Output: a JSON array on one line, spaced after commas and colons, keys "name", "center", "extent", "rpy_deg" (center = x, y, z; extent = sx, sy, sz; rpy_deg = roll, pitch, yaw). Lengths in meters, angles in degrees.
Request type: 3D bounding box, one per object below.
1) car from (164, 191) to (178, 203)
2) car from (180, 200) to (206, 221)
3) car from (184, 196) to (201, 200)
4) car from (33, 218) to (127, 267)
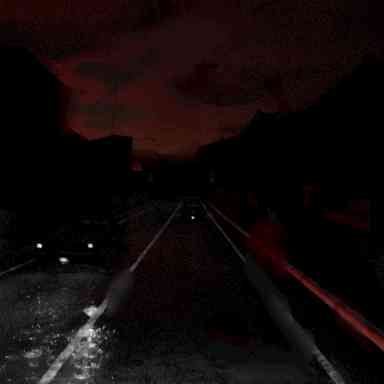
[{"name": "car", "center": [-3.576, 0.795, 57.378], "extent": [2.150, 2.045, 5.566], "rpy_deg": [0, 1, 0]}, {"name": "car", "center": [0.072, 1.571, 26.606], "extent": [1.895, 1.301, 4.718], "rpy_deg": [0, 0, 0]}, {"name": "car", "center": [0.050, 1.307, 42.878], "extent": [1.837, 1.490, 4.892], "rpy_deg": [0, 1, 0]}, {"name": "car", "center": [-3.609, 1.608, 11.573], "extent": [1.895, 1.301, 4.718], "rpy_deg": [0, 0, 0]}]
